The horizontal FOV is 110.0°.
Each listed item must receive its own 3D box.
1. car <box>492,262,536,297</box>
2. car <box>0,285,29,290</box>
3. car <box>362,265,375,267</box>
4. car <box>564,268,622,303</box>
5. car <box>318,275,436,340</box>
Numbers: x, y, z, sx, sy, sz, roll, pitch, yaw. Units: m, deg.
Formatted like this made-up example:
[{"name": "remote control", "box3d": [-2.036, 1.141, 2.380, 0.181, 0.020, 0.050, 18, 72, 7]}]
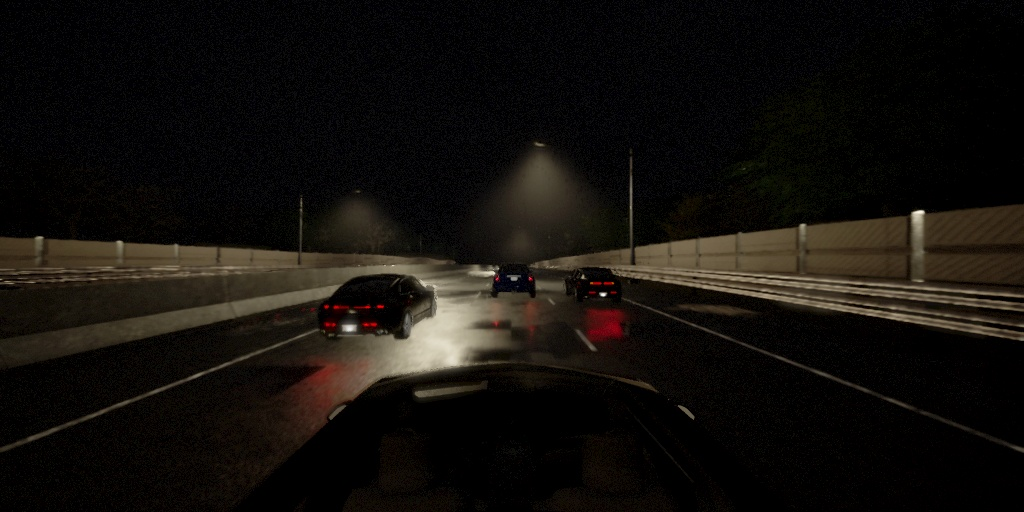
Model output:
[{"name": "car", "box3d": [0.096, 1.124, 19.148, 2.097, 1.767, 4.553, 0, 0, 0]}, {"name": "car", "box3d": [-14.096, 1.240, 7.785, 2.128, 1.511, 4.902, 0, 0, 0]}, {"name": "car", "box3d": [-21.014, 1.994, 52.033, 1.837, 1.490, 4.892, 0, -2, 0]}, {"name": "car", "box3d": [3.597, 1.262, 16.563, 1.837, 1.490, 4.892, 0, 0, 0]}, {"name": "car", "box3d": [-3.401, 1.255, 9.921, 1.837, 1.490, 4.892, 0, 0, 0]}]
